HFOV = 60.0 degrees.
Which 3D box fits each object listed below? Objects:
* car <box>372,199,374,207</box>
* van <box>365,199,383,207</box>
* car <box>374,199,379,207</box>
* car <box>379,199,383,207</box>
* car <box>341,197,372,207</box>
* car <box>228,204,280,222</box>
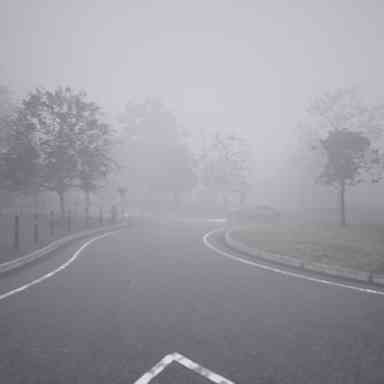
[{"bbox_3d":[34.543,2.340,69.784,4.892,1.521,2.231,0,-1,43],"label":"car"},{"bbox_3d":[44.191,2.645,79.880,4.442,1.987,1.878,0,-2,43],"label":"van"},{"bbox_3d":[36.471,2.177,71.815,5.566,2.045,2.435,0,-1,43],"label":"car"},{"bbox_3d":[40.226,2.637,76.114,5.366,1.575,1.946,0,-2,43],"label":"car"},{"bbox_3d":[32.745,2.007,67.824,5.566,2.045,2.435,0,-1,43],"label":"car"},{"bbox_3d":[5.117,1.696,27.623,4.181,1.385,1.994,1,0,1],"label":"car"}]
